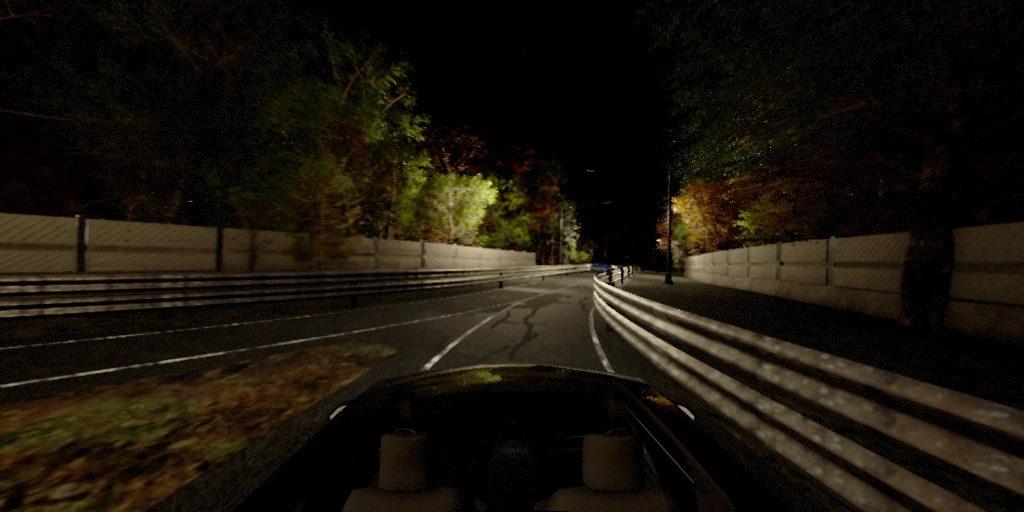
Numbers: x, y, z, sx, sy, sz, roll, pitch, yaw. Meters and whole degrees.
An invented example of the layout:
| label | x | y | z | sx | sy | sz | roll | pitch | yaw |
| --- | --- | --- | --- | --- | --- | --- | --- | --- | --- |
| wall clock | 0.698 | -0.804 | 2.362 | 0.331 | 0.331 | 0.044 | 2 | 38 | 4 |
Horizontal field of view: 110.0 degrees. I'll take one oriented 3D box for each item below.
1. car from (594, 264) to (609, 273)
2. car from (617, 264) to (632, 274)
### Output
| label | x | y | z | sx | sy | sz | roll | pitch | yaw |
| --- | --- | --- | --- | --- | --- | --- | --- | --- | --- |
| car | 14.620 | 2.013 | 58.557 | 1.882 | 1.535 | 5.008 | 1 | -1 | 22 |
| car | 18.256 | 2.155 | 58.878 | 1.812 | 1.442 | 4.674 | 1 | -1 | 21 |
